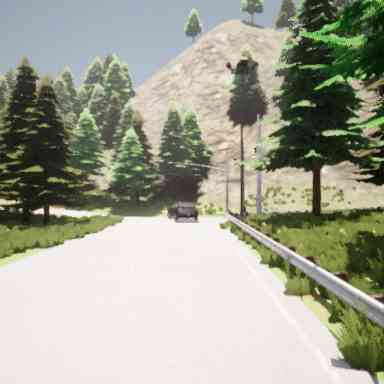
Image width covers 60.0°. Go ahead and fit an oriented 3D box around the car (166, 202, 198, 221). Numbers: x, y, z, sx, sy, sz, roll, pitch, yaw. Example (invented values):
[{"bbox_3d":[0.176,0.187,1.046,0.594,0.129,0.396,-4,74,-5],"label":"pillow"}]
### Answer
[{"bbox_3d":[-0.868,1.591,27.548,2.128,1.511,4.902,1,-2,-15],"label":"car"}]
